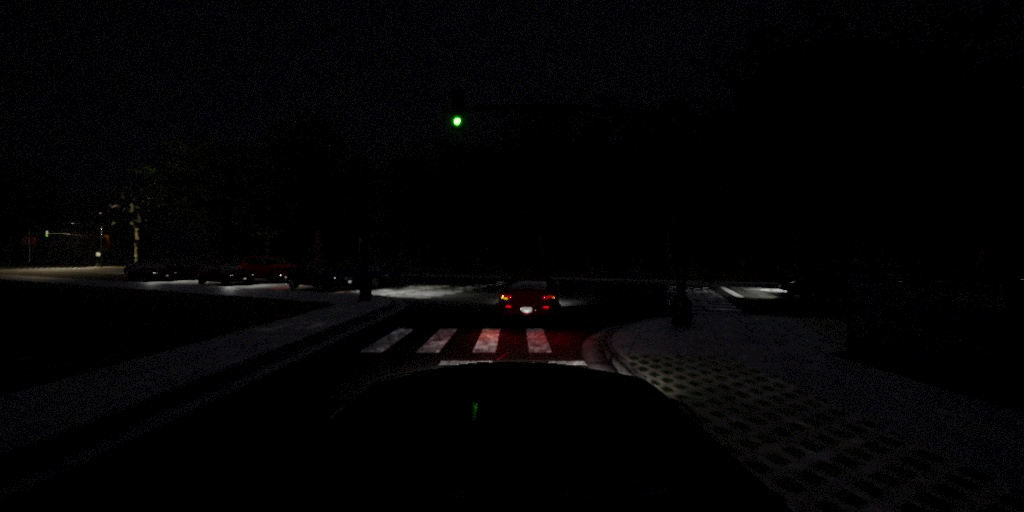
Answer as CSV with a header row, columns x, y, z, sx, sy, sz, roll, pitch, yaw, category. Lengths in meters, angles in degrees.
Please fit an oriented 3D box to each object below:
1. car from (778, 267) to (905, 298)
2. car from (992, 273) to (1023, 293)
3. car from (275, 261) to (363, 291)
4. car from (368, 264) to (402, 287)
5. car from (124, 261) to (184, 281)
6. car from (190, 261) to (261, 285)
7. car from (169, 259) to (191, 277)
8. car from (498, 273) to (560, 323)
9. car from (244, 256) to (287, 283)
x,y,z,sx,sy,sz,roll,pitch,yaw,category
15.928,1.277,17.536,4.674,1.442,1.812,0,0,23,car
26.054,1.091,16.693,4.553,1.767,2.097,0,0,23,car
-11.868,1.275,22.280,4.902,1.511,2.128,0,0,23,car
-10.023,1.277,25.019,5.008,1.535,1.882,0,0,25,car
-30.401,1.345,30.326,4.674,1.442,1.812,0,0,23,car
-20.943,1.327,26.211,4.674,1.442,1.812,0,0,24,car
-29.230,1.314,33.358,5.008,1.535,1.882,0,0,24,car
0.634,1.296,12.101,1.812,1.442,4.674,0,0,6,car
-19.590,1.040,29.165,5.566,2.045,2.150,0,0,23,car
